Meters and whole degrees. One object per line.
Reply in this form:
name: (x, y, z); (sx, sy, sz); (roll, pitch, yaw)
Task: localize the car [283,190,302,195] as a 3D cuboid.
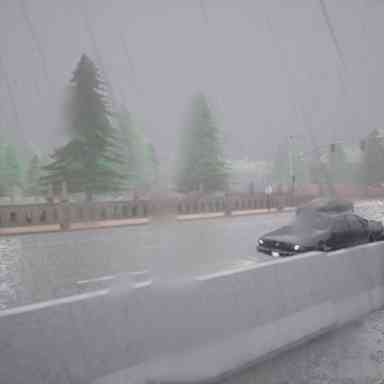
car: (14.714, 0.477, 50.547); (2.097, 1.767, 4.553); (-2, 1, -35)

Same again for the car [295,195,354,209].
car: (9.446, 1.095, 23.511); (5.008, 1.535, 1.882); (-1, 1, -35)

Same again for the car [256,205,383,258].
car: (4.689, 1.431, 11.618); (5.357, 1.411, 2.033); (-2, 1, -35)
